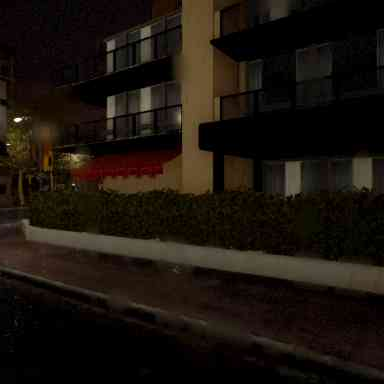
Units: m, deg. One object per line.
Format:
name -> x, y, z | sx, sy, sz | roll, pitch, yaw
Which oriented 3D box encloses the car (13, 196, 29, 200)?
car -> -36.130, 1.481, 67.937 | 4.892, 1.521, 2.231 | 0, 0, 36
